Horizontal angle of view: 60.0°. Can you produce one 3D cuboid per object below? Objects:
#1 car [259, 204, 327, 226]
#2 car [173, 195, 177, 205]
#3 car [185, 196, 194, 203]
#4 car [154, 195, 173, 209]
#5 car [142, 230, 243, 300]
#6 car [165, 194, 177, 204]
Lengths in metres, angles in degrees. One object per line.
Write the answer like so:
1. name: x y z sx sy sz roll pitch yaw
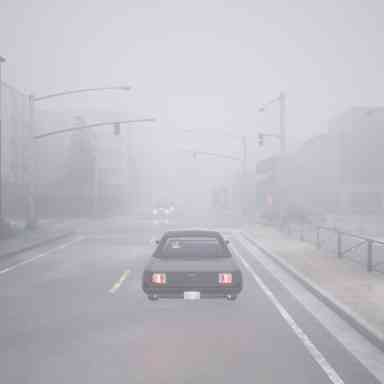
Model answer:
1. car: 7.448 1.672 24.666 4.902 1.511 2.128 0 0 0
2. car: -3.962 1.601 53.575 1.895 1.301 4.718 0 0 0
3. car: -0.461 1.491 66.584 2.128 1.511 4.902 0 0 0
4. car: -3.905 1.505 44.310 1.837 1.490 4.892 0 0 0
5. car: 0.009 1.601 8.302 1.895 1.301 4.718 0 0 0
6. car: -3.992 1.352 63.744 2.097 1.767 4.553 0 0 0
